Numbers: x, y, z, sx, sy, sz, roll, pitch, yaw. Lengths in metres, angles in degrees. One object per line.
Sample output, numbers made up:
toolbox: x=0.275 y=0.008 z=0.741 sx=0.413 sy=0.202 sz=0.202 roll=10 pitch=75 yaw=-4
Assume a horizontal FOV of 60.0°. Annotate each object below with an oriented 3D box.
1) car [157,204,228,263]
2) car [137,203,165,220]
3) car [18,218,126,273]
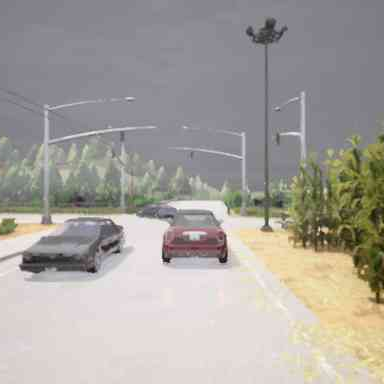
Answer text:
car: x=0.113 y=1.395 z=12.244 sx=2.097 sy=1.767 sz=4.553 roll=0 pitch=0 yaw=1
car: x=-3.066 y=1.664 z=29.294 sx=1.994 sy=1.385 sz=4.181 roll=1 pitch=-1 yaw=-40
car: x=-3.533 y=1.586 z=11.051 sx=2.033 sy=1.411 sz=5.357 roll=0 pitch=0 yaw=1
